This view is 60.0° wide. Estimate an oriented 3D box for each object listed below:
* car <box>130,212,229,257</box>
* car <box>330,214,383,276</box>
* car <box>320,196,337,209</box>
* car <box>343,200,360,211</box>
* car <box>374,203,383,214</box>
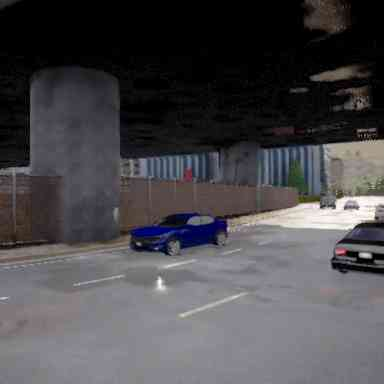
[{"bbox_3d":[-0.360,1.631,14.052,1.882,1.535,5.008,-1,-1,39],"label":"car"},{"bbox_3d":[5.819,1.611,10.118,2.033,1.411,5.357,-1,-1,39],"label":"car"},{"bbox_3d":[21.450,1.702,52.143,2.150,2.045,5.566,-1,-1,28],"label":"car"},{"bbox_3d":[22.338,1.835,46.486,1.812,1.442,4.674,-1,-1,29],"label":"car"},{"bbox_3d":[17.023,1.695,28.936,1.812,1.442,4.674,-1,-1,28],"label":"car"}]
